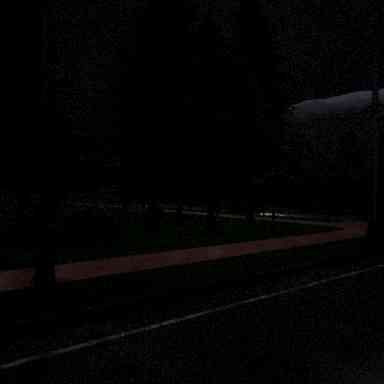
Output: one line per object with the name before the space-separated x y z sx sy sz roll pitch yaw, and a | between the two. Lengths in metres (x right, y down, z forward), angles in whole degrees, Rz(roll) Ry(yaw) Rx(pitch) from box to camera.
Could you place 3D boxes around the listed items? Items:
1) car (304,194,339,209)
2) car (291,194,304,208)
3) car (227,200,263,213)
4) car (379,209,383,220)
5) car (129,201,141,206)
car | 16.764 1.160 42.243 4.605 1.855 1.932 0 0 -37
car | 14.947 1.162 44.024 3.866 1.878 1.905 0 0 -37
car | 5.698 1.550 35.437 1.994 1.385 4.181 0 0 -37
car | 15.408 1.537 22.455 2.033 1.411 5.357 0 0 -37
car | -9.111 1.550 54.800 1.994 1.385 4.181 0 0 -40
